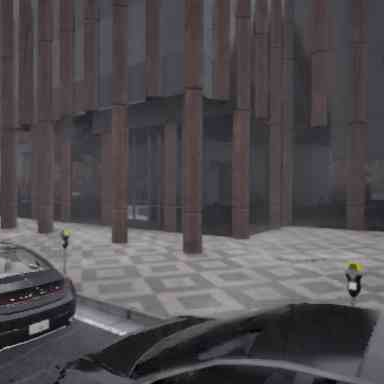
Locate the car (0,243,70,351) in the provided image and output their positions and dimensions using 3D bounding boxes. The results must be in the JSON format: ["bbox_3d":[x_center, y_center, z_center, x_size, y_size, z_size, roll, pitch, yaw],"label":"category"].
[{"bbox_3d":[-3.788,1.545,5.671,4.403,1.369,2.008,0,0,36],"label":"car"}]

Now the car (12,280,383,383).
[{"bbox_3d":[0.803,1.566,2.386,4.313,1.339,1.947,0,0,36],"label":"car"}]
